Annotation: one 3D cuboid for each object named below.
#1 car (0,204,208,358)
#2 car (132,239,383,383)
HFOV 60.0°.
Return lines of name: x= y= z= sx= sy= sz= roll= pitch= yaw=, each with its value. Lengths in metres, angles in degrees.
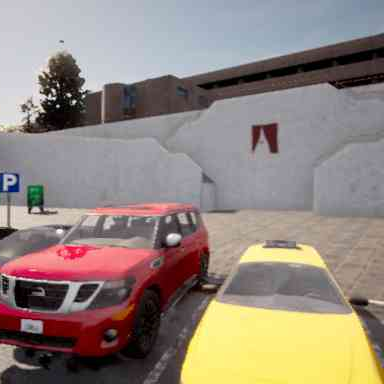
car: x=-1.147 y=1.282 z=6.593 sx=2.435 sy=2.045 sz=5.566 roll=0 pitch=-1 yaw=16
car: x=1.250 y=1.496 z=4.693 sx=1.946 sy=1.575 sz=5.366 roll=0 pitch=-1 yaw=16
